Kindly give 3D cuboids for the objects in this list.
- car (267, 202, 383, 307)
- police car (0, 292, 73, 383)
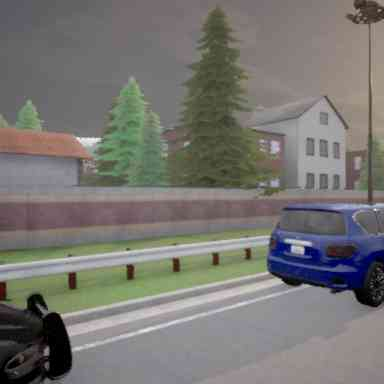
[{"bbox_3d":[4.307,1.279,8.365,5.566,2.045,2.150,0,0,-36],"label":"car"},{"bbox_3d":[-3.677,1.443,2.477,5.238,1.638,1.930,0,0,-36],"label":"police car"}]
